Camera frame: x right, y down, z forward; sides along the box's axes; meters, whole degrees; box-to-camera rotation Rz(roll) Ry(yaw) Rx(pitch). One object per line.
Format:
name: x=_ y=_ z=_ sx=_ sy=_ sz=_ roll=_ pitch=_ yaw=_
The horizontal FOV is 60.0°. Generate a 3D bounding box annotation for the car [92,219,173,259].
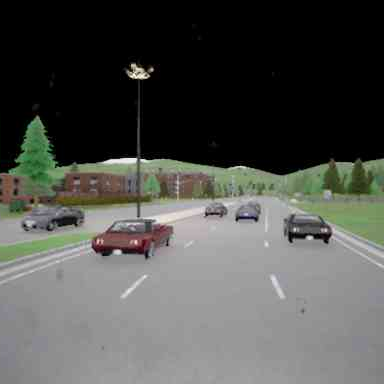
car: x=-2.094 y=1.729 z=13.277 sx=1.895 sy=1.301 sz=4.718 roll=0 pitch=-1 yaw=10

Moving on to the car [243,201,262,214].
car: x=7.720 y=1.949 z=42.002 sx=2.033 sy=1.411 sz=5.357 roll=0 pitch=-1 yaw=13

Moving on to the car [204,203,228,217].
car: x=2.578 y=1.883 z=35.097 sx=2.033 sy=1.411 sz=5.357 roll=0 pitch=-1 yaw=13

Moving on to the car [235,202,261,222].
car: x=4.962 y=1.848 z=29.706 sx=1.994 sy=1.385 sz=4.181 roll=0 pitch=-1 yaw=13

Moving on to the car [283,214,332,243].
car: x=5.737 y=1.764 z=17.048 sx=1.895 sy=1.301 sz=4.718 roll=0 pitch=-1 yaw=12

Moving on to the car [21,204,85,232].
car: x=-8.889 y=1.700 z=21.720 sx=2.128 sy=1.511 sz=4.902 roll=0 pitch=-1 yaw=13

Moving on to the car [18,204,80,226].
car: x=-11.291 y=1.749 z=26.770 sx=2.128 sy=1.511 sz=4.902 roll=0 pitch=-1 yaw=13
